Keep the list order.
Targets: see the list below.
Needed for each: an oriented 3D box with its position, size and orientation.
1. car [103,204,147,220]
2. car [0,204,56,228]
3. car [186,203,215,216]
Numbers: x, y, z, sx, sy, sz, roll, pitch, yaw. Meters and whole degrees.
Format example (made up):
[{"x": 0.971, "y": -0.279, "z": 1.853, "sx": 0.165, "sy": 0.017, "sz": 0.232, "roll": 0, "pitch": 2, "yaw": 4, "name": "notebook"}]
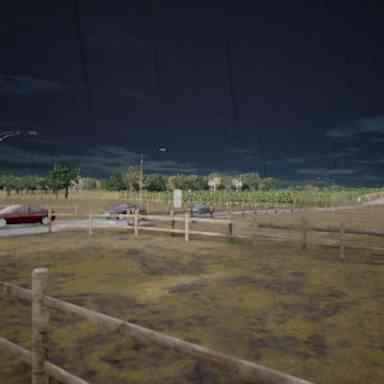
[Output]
[{"x": -6.518, "y": 1.928, "z": 32.756, "sx": 1.837, "sy": 1.490, "sz": 4.892, "roll": 1, "pitch": -1, "yaw": 35, "name": "car"}, {"x": -12.534, "y": 1.675, "z": 24.287, "sx": 1.882, "sy": 1.535, "sz": 5.008, "roll": 1, "pitch": 0, "yaw": 36, "name": "car"}, {"x": 1.141, "y": 2.234, "z": 43.589, "sx": 2.128, "sy": 1.511, "sz": 4.902, "roll": 1, "pitch": -1, "yaw": 35, "name": "car"}]
